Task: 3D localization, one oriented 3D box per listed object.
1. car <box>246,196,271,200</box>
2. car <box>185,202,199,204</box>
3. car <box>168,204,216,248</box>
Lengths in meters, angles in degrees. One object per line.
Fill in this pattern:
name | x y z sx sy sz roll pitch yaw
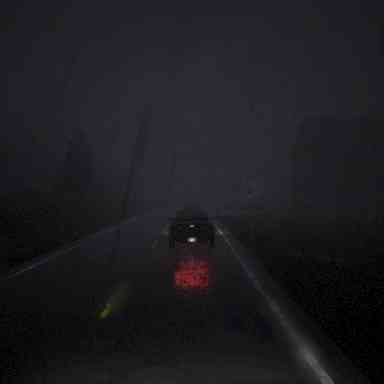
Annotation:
car | 12.312 1.510 61.968 5.008 1.535 1.882 0 0 -5
car | 0.000 1.570 29.667 1.994 1.385 4.181 0 0 0
car | 0.000 1.513 14.667 1.837 1.490 4.892 0 0 0
